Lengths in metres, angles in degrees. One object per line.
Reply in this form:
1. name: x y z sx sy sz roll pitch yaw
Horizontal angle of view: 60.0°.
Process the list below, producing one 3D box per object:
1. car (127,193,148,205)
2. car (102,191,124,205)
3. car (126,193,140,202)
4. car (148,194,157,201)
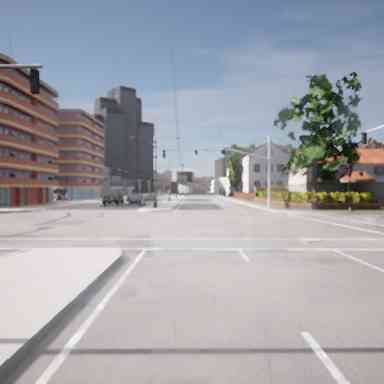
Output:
1. car: -8.019 1.150 48.725 1.837 1.490 4.892 0 0 0
2. car: -11.517 0.868 48.855 2.150 2.045 5.566 0 0 0
3. car: -11.440 1.030 65.007 1.837 1.490 4.892 0 0 0
4. car: -7.940 1.128 64.973 1.895 1.301 4.718 0 0 0
